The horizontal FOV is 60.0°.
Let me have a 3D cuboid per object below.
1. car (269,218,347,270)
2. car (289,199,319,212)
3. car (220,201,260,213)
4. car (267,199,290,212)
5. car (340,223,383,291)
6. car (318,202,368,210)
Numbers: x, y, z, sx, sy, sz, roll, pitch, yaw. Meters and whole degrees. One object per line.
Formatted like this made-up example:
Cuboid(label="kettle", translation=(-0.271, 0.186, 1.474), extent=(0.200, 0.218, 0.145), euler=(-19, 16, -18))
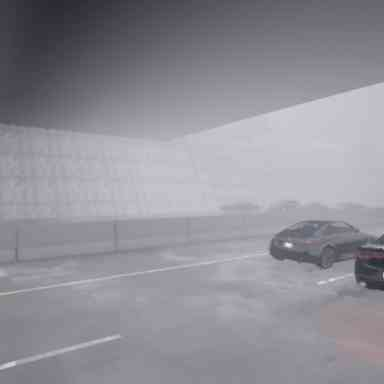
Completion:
Cuboid(label="car", translation=(4.575, 1.594, 11.302), extent=(4.181, 1.385, 1.994), euler=(0, 0, -35))
Cuboid(label="car", translation=(12.463, 1.654, 34.341), extent=(4.181, 1.385, 1.994), euler=(0, 0, -35))
Cuboid(label="car", translation=(5.511, 1.680, 37.989), extent=(4.718, 1.301, 1.895), euler=(0, 0, -35))
Cuboid(label="car", translation=(10.544, 1.595, 37.271), extent=(4.892, 1.490, 1.837), euler=(0, 0, -35))
Cuboid(label="car", translation=(5.874, 1.506, 7.930), extent=(5.008, 1.535, 1.882), euler=(0, 0, -35))
Cuboid(label="car", translation=(14.736, 1.638, 31.667), extent=(5.357, 1.411, 2.033), euler=(0, 0, -35))
